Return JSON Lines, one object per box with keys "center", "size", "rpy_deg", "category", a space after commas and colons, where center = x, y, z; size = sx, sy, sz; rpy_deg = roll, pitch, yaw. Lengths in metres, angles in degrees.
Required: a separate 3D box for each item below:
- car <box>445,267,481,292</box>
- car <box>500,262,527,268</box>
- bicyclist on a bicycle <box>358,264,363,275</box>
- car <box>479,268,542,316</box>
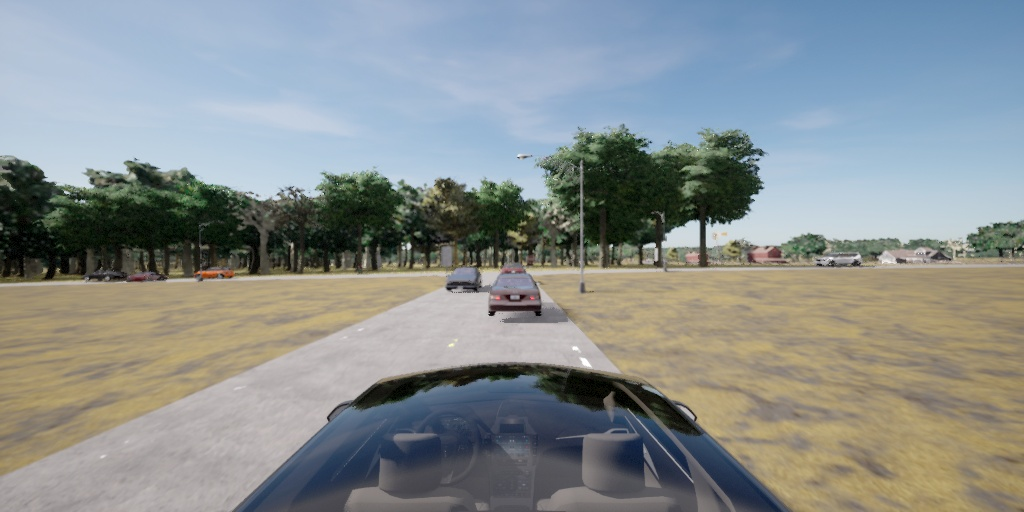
{"center": [-2.834, 1.397, 22.292], "size": [2.033, 1.411, 5.357], "rpy_deg": [0, 0, 0], "category": "car"}
{"center": [0.104, 1.261, 28.827], "size": [2.097, 1.767, 4.553], "rpy_deg": [0, -1, 0], "category": "car"}
{"center": [-22.590, 1.994, 53.396], "size": [0.582, 1.620, 1.656], "rpy_deg": [-1, 0, 0], "category": "bicyclist on a bicycle"}
{"center": [0.101, 1.338, 13.590], "size": [2.033, 1.411, 5.357], "rpy_deg": [0, 0, 0], "category": "car"}
